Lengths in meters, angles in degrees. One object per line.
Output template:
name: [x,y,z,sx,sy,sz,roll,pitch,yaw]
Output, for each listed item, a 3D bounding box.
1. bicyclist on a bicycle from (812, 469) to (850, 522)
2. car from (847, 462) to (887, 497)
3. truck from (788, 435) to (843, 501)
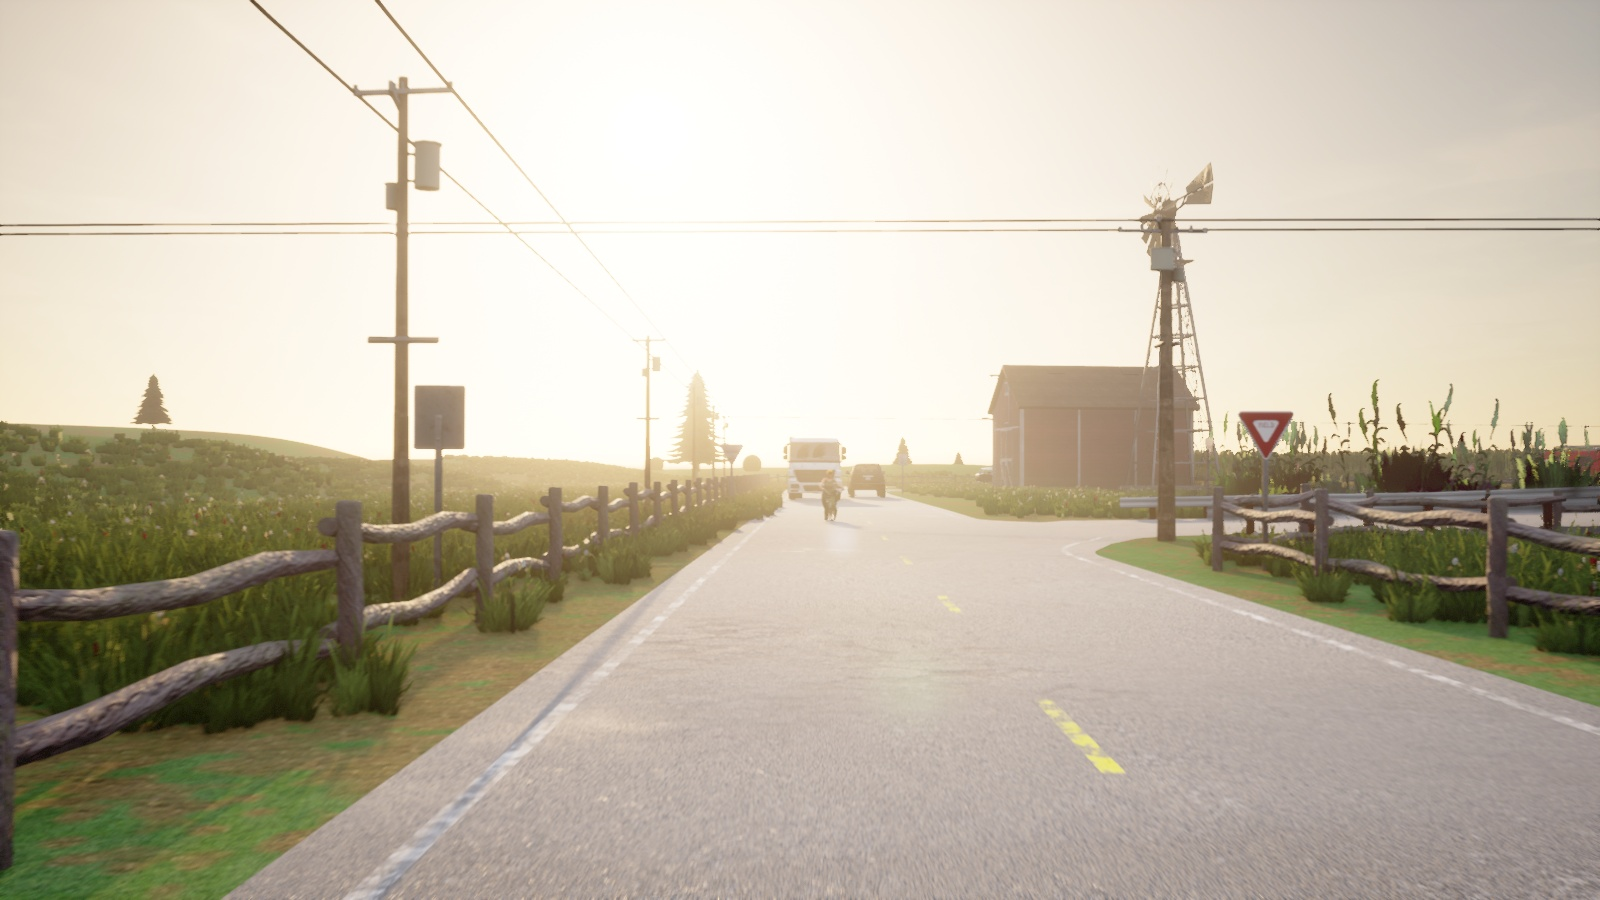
bicyclist on a bicycle: [0.954,1.401,39.014,0.866,1.612,1.509,1,-1,-11]
car: [4.059,1.800,76.610,2.150,2.045,5.566,0,-1,0]
truck: [0.824,1.005,70.193,2.891,3.462,7.936,0,-1,0]
